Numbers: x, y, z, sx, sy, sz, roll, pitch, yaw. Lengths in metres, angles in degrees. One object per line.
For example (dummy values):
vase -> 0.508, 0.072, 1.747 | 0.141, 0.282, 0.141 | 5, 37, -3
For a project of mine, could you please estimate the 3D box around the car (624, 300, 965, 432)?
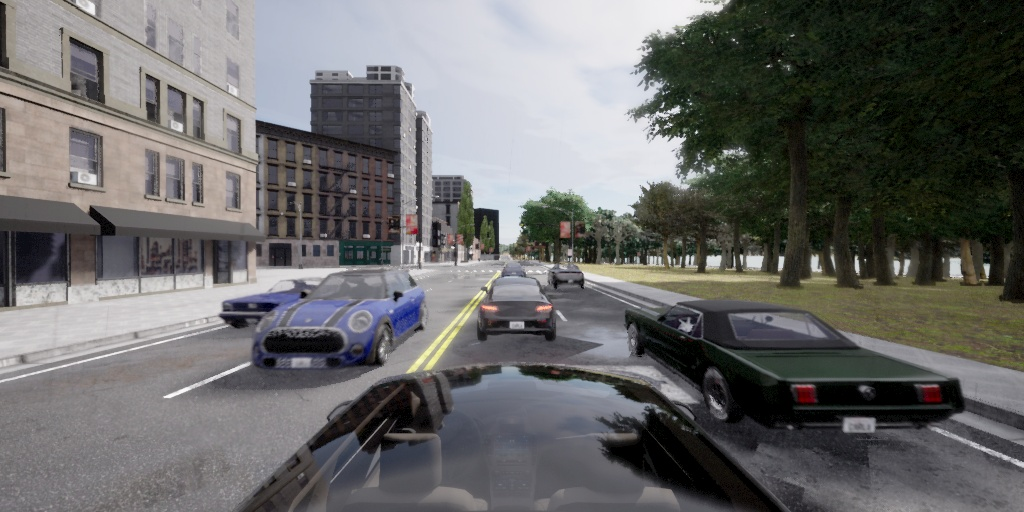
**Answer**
car -> 3.356, 1.350, 5.700 | 1.895, 1.301, 4.718 | 0, 0, -1

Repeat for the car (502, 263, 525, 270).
car -> 0.147, 1.301, 29.692 | 1.994, 1.385, 4.181 | 0, 0, 0

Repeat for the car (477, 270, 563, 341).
car -> 0.105, 1.274, 9.778 | 1.812, 1.442, 4.674 | 0, 0, 0

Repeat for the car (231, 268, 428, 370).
car -> -3.341, 1.100, 7.933 | 2.097, 1.767, 4.553 | 0, 0, 0

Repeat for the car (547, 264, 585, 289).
car -> 3.387, 1.233, 23.045 | 2.128, 1.511, 4.902 | 0, 0, 0

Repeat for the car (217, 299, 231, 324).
car -> -6.584, 1.348, 11.316 | 1.895, 1.301, 4.718 | 0, 0, 0
